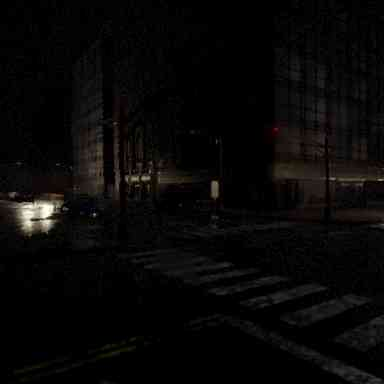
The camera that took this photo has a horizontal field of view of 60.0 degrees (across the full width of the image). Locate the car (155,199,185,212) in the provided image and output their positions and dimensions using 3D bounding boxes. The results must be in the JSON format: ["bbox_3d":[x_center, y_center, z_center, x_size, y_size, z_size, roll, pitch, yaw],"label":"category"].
[{"bbox_3d":[-2.361,1.389,35.404,1.947,1.339,4.313,-1,1,-35],"label":"car"}]

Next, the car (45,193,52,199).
[{"bbox_3d":[-31.860,1.063,76.811,2.008,1.369,4.403,0,1,-35],"label":"car"}]

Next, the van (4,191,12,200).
[{"bbox_3d":[-38.801,0.964,71.861,1.690,1.788,3.998,0,1,-35],"label":"van"}]

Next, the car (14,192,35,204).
[{"bbox_3d":[-28.969,1.051,58.059,2.192,1.841,5.009,0,1,-35],"label":"car"}]

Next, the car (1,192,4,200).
[{"bbox_3d":[-42.079,1.151,76.463,1.947,1.339,4.313,0,1,-35],"label":"car"}]

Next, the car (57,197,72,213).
[{"bbox_3d":[-12.581,1.486,35.059,1.802,1.307,4.206,-1,1,-35],"label":"car"}]

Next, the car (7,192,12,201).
[{"bbox_3d":[-35.524,1.205,67.262,1.887,1.381,4.507,0,1,-35],"label":"car"}]

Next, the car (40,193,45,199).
[{"bbox_3d":[-35.138,0.914,81.410,1.967,1.590,4.097,0,1,-35],"label":"car"}]

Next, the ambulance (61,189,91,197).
[{"bbox_3d":[-14.341,0.859,42.433,2.351,2.431,6.366,-1,1,-35],"label":"ambulance"}]

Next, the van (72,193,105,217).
[{"bbox_3d":[-9.304,1.275,30.456,1.690,1.788,3.998,-1,1,-35],"label":"van"}]

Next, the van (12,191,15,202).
[{"bbox_3d":[-32.247,1.039,62.661,1.690,1.788,3.998,0,1,-35],"label":"van"}]

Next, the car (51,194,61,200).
[{"bbox_3d":[-28.583,1.132,72.211,1.802,1.307,4.206,0,1,-35],"label":"car"}]
